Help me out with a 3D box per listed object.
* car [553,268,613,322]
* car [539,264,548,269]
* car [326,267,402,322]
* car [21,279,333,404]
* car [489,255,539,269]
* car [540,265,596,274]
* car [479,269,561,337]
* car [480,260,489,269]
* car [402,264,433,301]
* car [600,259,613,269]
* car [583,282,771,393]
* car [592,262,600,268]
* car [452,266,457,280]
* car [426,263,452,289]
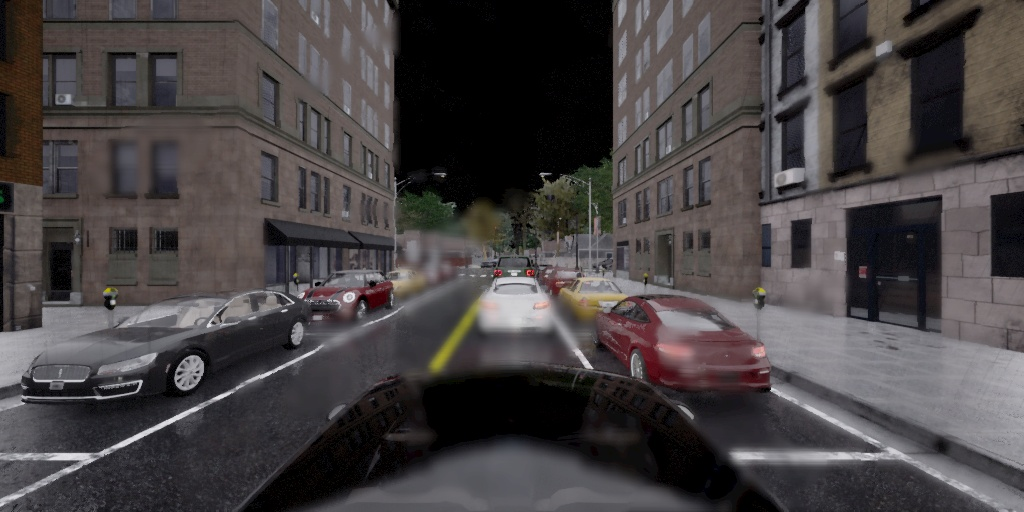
[{"bbox_3d":[2.642,1.278,12.120,1.751,1.417,4.829,0,0,0],"label":"car"},{"bbox_3d":[2.648,1.340,22.986,1.802,1.307,4.207,0,0,0],"label":"car"},{"bbox_3d":[-5.383,1.192,11.951,1.967,1.591,4.097,0,0,0],"label":"car"},{"bbox_3d":[-5.386,1.301,6.433,2.007,1.370,4.403,0,0,0],"label":"car"},{"bbox_3d":[0.110,0.978,19.915,2.150,2.045,5.566,0,0,0],"label":"car"},{"bbox_3d":[2.645,1.300,17.468,1.888,1.381,4.507,0,0,0],"label":"car"},{"bbox_3d":[0.103,1.277,10.152,1.812,1.442,4.674,0,0,0],"label":"car"},{"bbox_3d":[-3.782,1.357,57.881,1.994,1.385,4.181,0,0,10],"label":"car"},{"bbox_3d":[-5.380,1.280,17.300,1.751,1.417,4.829,0,0,0],"label":"car"},{"bbox_3d":[14.506,1.242,48.218,4.181,1.385,1.994,0,0,0],"label":"car"},{"bbox_3d":[2.639,1.332,6.431,1.802,1.307,4.207,0,0,0],"label":"car"},{"bbox_3d":[14.004,1.187,51.459,4.892,1.490,1.837,0,0,1],"label":"car"},{"bbox_3d":[-5.374,1.343,28.508,1.802,1.307,4.207,0,0,0],"label":"car"},{"bbox_3d":[-5.377,1.198,22.989,1.967,1.591,4.097,0,0,0],"label":"car"}]
